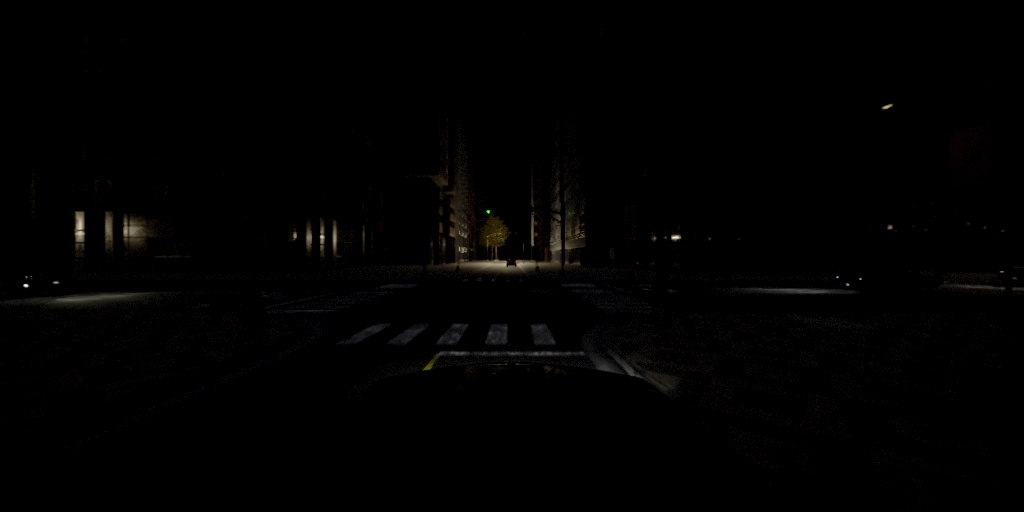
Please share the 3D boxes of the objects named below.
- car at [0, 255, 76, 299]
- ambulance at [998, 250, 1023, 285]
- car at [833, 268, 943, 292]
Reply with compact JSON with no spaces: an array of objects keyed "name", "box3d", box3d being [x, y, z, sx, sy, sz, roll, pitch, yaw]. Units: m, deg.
[{"name":"car","box3d":[-25.350,0.959,17.775,5.566,2.045,2.150,0,0,0]},{"name":"ambulance","box3d":[37.044,0.818,24.181,6.366,2.431,2.351,0,0,0]},{"name":"car","box3d":[21.934,1.375,21.078,4.718,1.301,1.895,0,0,0]}]
